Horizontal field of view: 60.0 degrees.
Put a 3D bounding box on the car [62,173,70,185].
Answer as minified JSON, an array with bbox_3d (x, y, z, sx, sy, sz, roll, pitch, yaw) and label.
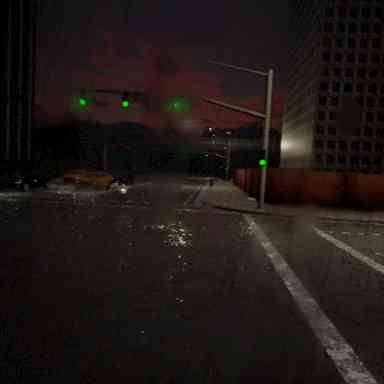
[{"bbox_3d":[-11.773,-1.558,34.681,1.882,1.535,5.008,3,4,4],"label":"car"}]

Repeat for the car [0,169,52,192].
[{"bbox_3d":[-12.427,-0.936,25.072,1.882,1.535,5.008,3,4,4],"label":"car"}]

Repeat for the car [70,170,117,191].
[{"bbox_3d":[-8.611,-1.038,29.559,1.882,1.535,5.008,3,4,4],"label":"car"}]

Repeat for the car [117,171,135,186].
[{"bbox_3d":[-7.981,-1.592,38.860,1.812,1.442,4.674,3,4,4],"label":"car"}]

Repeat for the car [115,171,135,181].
[{"bbox_3d":[-10.492,-2.577,52.393,1.895,1.301,4.718,3,4,4],"label":"car"}]
